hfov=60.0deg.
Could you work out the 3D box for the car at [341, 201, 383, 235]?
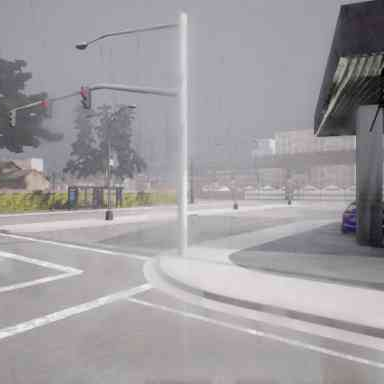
[{"bbox_3d":[9.490,1.295,17.698,2.242,1.667,4.611,0,0,37],"label":"car"}]
